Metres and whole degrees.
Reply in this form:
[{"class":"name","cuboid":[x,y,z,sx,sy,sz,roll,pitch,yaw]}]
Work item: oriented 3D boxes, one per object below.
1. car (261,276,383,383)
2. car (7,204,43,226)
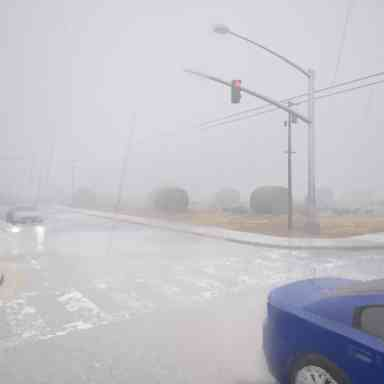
[{"class":"car","cuboid":[2.760,1.513,2.395,1.882,1.535,5.008,0,0,-35]},{"class":"car","cuboid":[-11.983,1.579,23.737,1.812,1.442,4.674,0,1,-35]}]
